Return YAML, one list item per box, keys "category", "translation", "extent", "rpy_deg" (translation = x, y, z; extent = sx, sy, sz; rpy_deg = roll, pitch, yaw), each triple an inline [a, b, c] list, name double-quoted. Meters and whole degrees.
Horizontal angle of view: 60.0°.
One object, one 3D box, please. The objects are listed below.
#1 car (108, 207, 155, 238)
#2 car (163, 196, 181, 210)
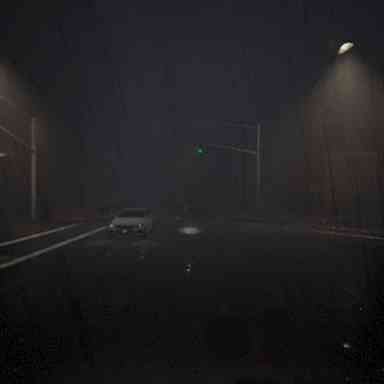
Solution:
- category: "car"
  translation: [-3.120, 1.570, 17.936]
  extent: [1.812, 1.442, 4.674]
  rpy_deg: [0, 0, 1]
- category: "car"
  translation: [-2.630, 1.340, 43.698]
  extent: [2.097, 1.767, 4.553]
  rpy_deg: [0, 0, 1]
